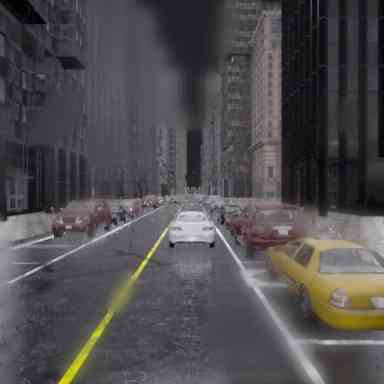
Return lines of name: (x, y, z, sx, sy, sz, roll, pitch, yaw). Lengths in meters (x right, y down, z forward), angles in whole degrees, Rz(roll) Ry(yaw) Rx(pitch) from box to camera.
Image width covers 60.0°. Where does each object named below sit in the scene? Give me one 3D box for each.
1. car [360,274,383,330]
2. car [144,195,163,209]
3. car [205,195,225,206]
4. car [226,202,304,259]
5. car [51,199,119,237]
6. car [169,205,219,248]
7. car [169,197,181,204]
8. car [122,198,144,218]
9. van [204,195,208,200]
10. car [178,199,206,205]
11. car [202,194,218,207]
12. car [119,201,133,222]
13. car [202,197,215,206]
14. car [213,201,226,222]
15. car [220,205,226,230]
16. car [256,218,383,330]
car: (2.760, 1.548, 1.221, 2.008, 1.369, 4.403, 0, 0, 0)
car: (-5.766, 1.312, 46.033, 2.192, 1.841, 5.009, 0, 0, 0)
car: (2.759, 1.436, 34.831, 1.967, 1.590, 4.097, 0, 0, 0)
car: (2.759, 1.311, 12.424, 2.192, 1.841, 5.009, 0, 0, 0)
car: (-5.766, 1.311, 18.023, 2.192, 1.841, 5.009, 0, 0, 0)
car: (0.000, 1.530, 14.652, 1.812, 1.442, 4.674, 0, 0, 0)
car: (-3.000, 1.599, 60.651, 1.994, 1.385, 4.181, 0, 0, 0)
car: (-5.766, 1.436, 29.226, 1.967, 1.590, 4.097, 0, 0, 0)
van: (2.759, 1.338, 40.433, 1.690, 1.788, 3.998, 0, 0, 0)
car: (0.000, 1.614, 29.681, 1.895, 1.301, 4.718, 0, 0, 0)
car: (2.759, 1.312, 51.637, 2.192, 1.841, 5.009, 0, 0, 0)
car: (-5.765, 1.562, 23.624, 1.947, 1.339, 4.313, 0, 0, 0)
car: (2.760, 1.549, 57.238, 2.008, 1.369, 4.403, 0, 0, 0)
car: (2.760, 1.562, 23.628, 1.947, 1.339, 4.313, 0, 0, 0)
car: (2.760, 1.578, 18.026, 1.802, 1.307, 4.206, 0, 0, 0)
car: (2.760, 1.522, 6.992, 1.752, 1.417, 4.829, 0, 0, 0)
